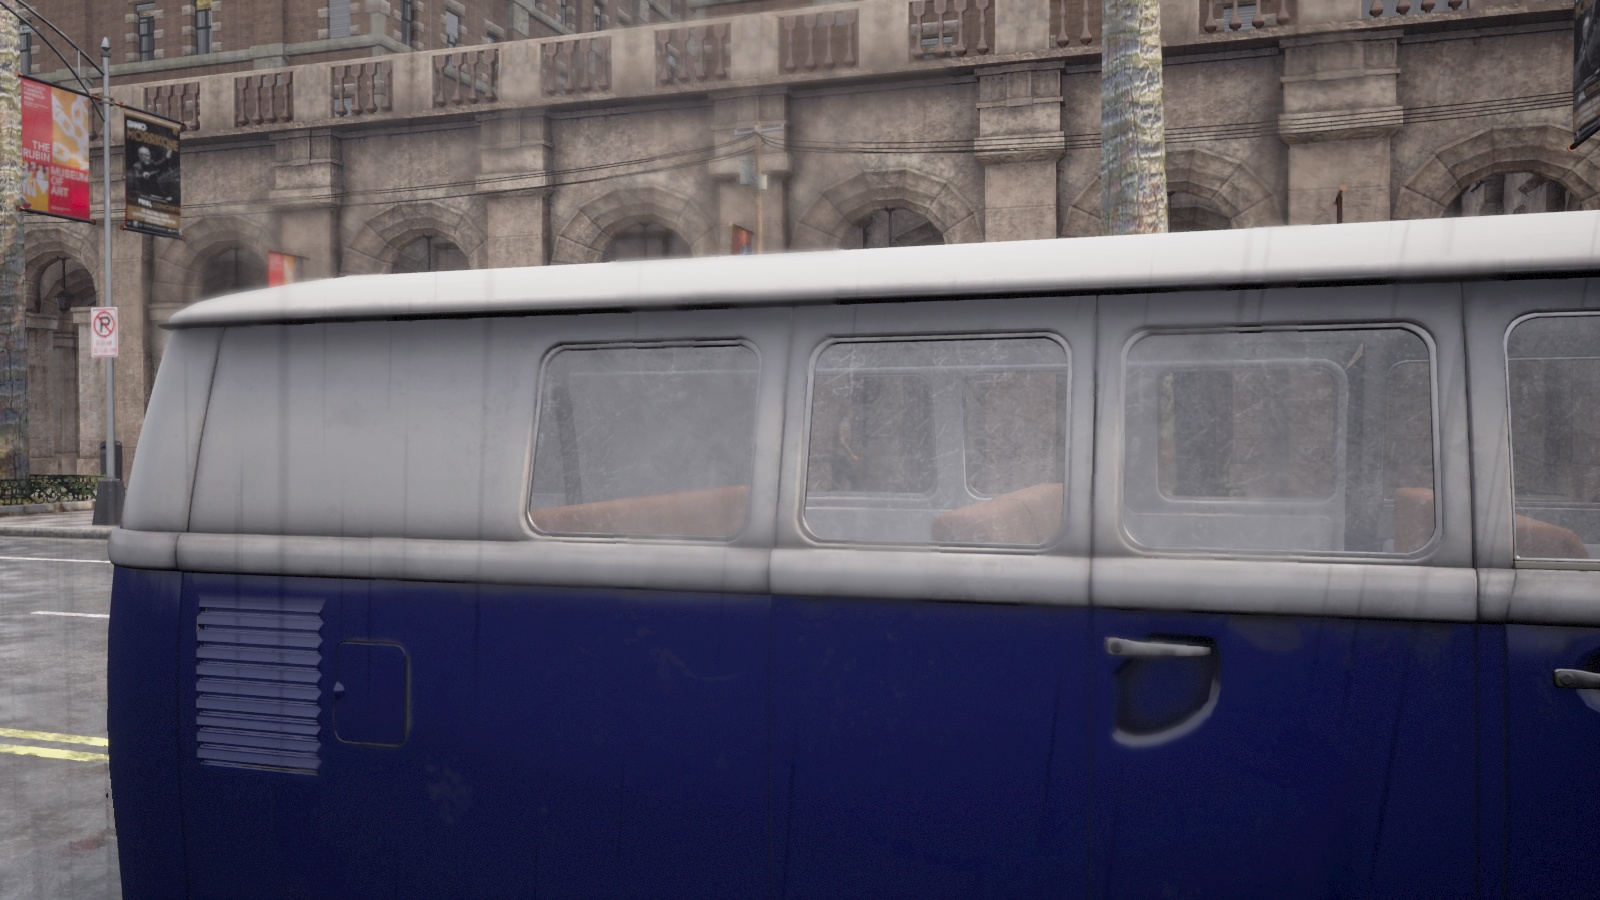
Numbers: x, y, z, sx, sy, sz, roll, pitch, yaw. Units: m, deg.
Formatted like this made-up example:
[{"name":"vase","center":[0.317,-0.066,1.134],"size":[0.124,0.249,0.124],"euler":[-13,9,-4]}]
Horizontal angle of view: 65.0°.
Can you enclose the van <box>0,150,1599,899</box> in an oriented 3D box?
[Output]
[{"name":"van","center":[0.567,0.533,2.993],"size":[4.442,1.987,1.775],"euler":[1,1,18]}]
